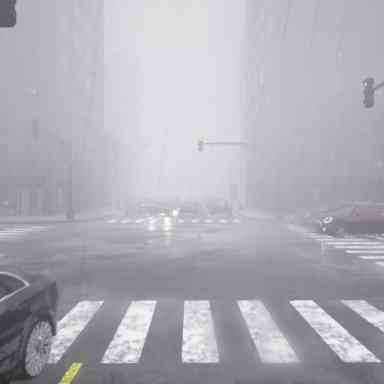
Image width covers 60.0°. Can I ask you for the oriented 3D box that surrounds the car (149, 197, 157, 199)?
[{"bbox_3d":[-5.670,1.442,39.100,1.967,1.590,4.097,0,0,0],"label":"car"}]

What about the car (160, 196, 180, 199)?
[{"bbox_3d":[-2.890,1.603,43.189,1.895,1.301,4.718,0,0,1],"label":"car"}]

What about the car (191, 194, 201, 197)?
[{"bbox_3d":[0.312,1.526,63.887,1.812,1.442,4.674,0,0,0],"label":"car"}]

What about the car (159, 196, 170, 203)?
[{"bbox_3d":[-5.530,1.566,67.441,1.947,1.339,4.313,0,0,0],"label":"car"}]

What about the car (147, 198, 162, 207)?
[{"bbox_3d":[-5.614,1.584,50.436,1.802,1.307,4.206,0,0,0],"label":"car"}]

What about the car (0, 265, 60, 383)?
[{"bbox_3d":[-2.822,1.491,2.695,2.128,1.511,4.902,0,0,2],"label":"car"}]

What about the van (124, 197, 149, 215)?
[{"bbox_3d":[-5.698,1.343,33.431,1.690,1.788,3.998,0,0,0],"label":"van"}]

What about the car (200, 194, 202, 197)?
[{"bbox_3d":[2.968,1.526,61.907,1.752,1.417,4.829,0,0,0],"label":"car"}]

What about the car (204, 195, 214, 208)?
[{"bbox_3d":[2.883,1.443,44.730,1.967,1.590,4.097,0,0,0],"label":"car"}]

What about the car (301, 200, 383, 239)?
[{"bbox_3d":[8.379,1.362,17.137,4.553,1.767,2.097,0,0,-6],"label":"car"}]

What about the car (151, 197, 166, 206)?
[{"bbox_3d":[-5.586,1.568,56.105,1.947,1.339,4.313,0,0,0],"label":"car"}]

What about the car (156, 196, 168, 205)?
[{"bbox_3d":[-5.559,1.526,61.602,1.752,1.417,4.829,0,0,0],"label":"car"}]

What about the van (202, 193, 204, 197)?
[{"bbox_3d":[2.939,1.343,56.068,1.690,1.788,3.998,0,0,0],"label":"van"}]

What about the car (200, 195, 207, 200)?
[{"bbox_3d":[3.108,1.557,90.084,1.947,1.339,4.313,0,0,0],"label":"car"}]

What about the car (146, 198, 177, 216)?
[{"bbox_3d":[-2.940,1.602,33.206,1.895,1.301,4.718,0,0,3],"label":"car"}]

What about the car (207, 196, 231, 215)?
[{"bbox_3d":[2.828,1.442,33.392,1.967,1.590,4.097,0,0,0],"label":"car"}]

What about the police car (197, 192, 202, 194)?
[{"bbox_3d":[2.754,1.420,79.498,1.930,1.638,5.238,0,0,0],"label":"police car"}]

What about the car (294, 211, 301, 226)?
[{"bbox_3d":[8.751,1.358,20.693,4.553,1.767,2.097,0,0,0],"label":"car"}]

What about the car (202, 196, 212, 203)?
[{"bbox_3d":[2.996,1.551,67.407,2.008,1.369,4.403,0,0,0],"label":"car"}]

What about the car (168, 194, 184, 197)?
[{"bbox_3d":[-2.829,1.550,53.879,2.033,1.411,5.357,0,0,1],"label":"car"}]

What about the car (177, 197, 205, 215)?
[{"bbox_3d":[-0.129,1.549,33.808,2.033,1.411,5.357,0,0,7],"label":"car"}]
